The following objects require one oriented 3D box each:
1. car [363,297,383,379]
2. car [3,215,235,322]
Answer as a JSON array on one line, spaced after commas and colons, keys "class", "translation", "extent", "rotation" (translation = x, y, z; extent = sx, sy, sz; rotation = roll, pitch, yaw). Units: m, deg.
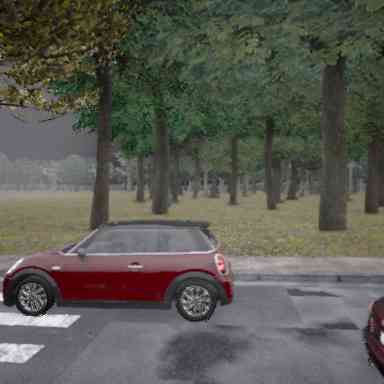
[{"class": "car", "translation": [4.056, 1.531, 3.270], "extent": [4.181, 1.385, 1.994], "rotation": [-1, 1, 7]}, {"class": "car", "translation": [-1.415, 1.377, 6.916], "extent": [4.553, 1.767, 2.097], "rotation": [-1, 0, 7]}]
